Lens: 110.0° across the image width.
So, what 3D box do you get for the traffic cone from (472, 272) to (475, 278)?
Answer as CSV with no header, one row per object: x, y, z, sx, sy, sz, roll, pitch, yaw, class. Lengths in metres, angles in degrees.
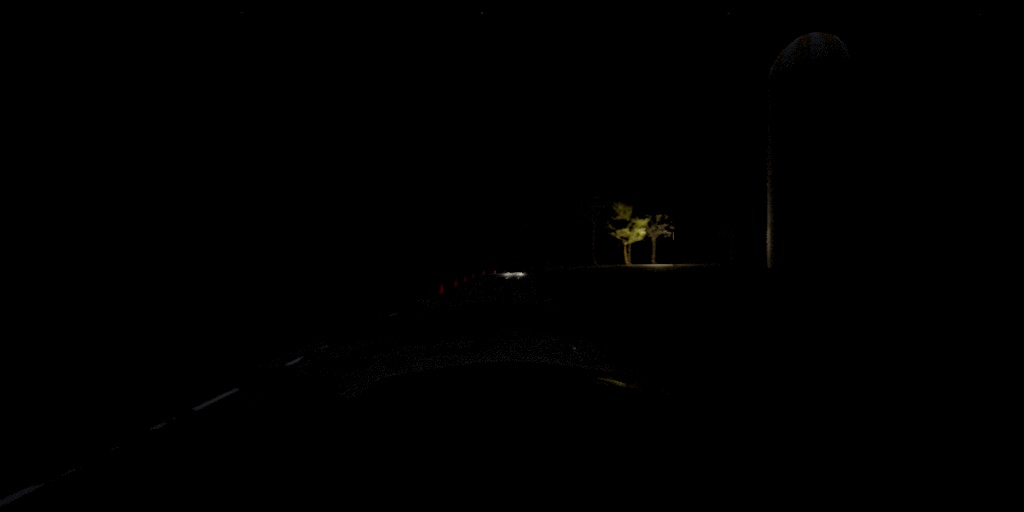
-3.749,1.819,34.861,0.340,0.580,0.340,0,0,4,traffic cone

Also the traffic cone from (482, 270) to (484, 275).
-3.197,1.840,40.048,0.340,0.580,0.340,0,0,9,traffic cone

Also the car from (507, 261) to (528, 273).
0.782,1.399,48.116,1.882,1.535,5.008,0,0,18,car

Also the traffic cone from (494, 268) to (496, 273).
-2.190,1.861,45.167,0.340,0.580,0.340,0,0,14,traffic cone

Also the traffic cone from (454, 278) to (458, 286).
-3.858,1.776,24.709,0.340,0.580,0.340,0,0,0,traffic cone

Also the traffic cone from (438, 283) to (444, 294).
-3.856,1.755,19.709,0.340,0.580,0.340,0,0,0,traffic cone

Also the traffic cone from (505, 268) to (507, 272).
-0.735,1.883,50.177,0.340,0.580,0.340,0,0,19,traffic cone

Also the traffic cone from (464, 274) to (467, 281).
-3.860,1.797,29.710,0.340,0.580,0.340,0,0,0,traffic cone
